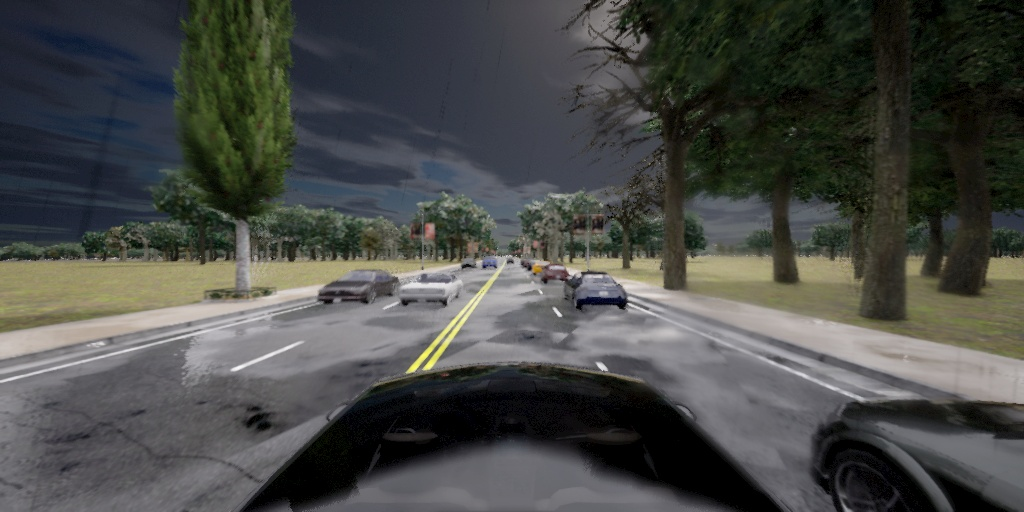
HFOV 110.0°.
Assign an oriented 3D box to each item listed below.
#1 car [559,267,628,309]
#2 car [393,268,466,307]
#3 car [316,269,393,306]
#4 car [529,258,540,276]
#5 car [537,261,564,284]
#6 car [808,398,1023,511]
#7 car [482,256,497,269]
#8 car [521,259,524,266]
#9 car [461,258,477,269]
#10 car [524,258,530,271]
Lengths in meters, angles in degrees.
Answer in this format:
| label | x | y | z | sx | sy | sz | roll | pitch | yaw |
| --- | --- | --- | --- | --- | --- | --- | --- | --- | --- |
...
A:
| label | x | y | z | sx | sy | sz | roll | pitch | yaw |
| --- | --- | --- | --- | --- | --- | --- | --- | --- | --- |
| car | 3.331 | 1.320 | 14.986 | 1.994 | 1.385 | 4.181 | 0 | 0 | 0 |
| car | -3.364 | 1.358 | 15.584 | 1.895 | 1.301 | 4.718 | 0 | 0 | 0 |
| car | -6.616 | 1.306 | 16.226 | 2.033 | 1.411 | 5.357 | 0 | 0 | 0 |
| car | 3.175 | 1.253 | 38.243 | 1.882 | 1.535 | 5.008 | 0 | 0 | 0 |
| car | 3.211 | 1.292 | 27.237 | 1.812 | 1.442 | 4.674 | 0 | 0 | 0 |
| car | 3.350 | 1.313 | 1.106 | 1.994 | 1.385 | 4.181 | 0 | 0 | 0 |
| car | -3.467 | 1.013 | 56.147 | 2.150 | 2.045 | 5.566 | 0 | 0 | 0 |
| car | 3.063 | 1.147 | 60.223 | 2.097 | 1.767 | 4.553 | 0 | 0 | 0 |
| car | -6.723 | 1.144 | 56.300 | 2.097 | 1.767 | 4.553 | 0 | 0 | 0 |
| car | 3.124 | 1.289 | 49.278 | 2.163 | 1.488 | 4.792 | 0 | 0 | 0 |
